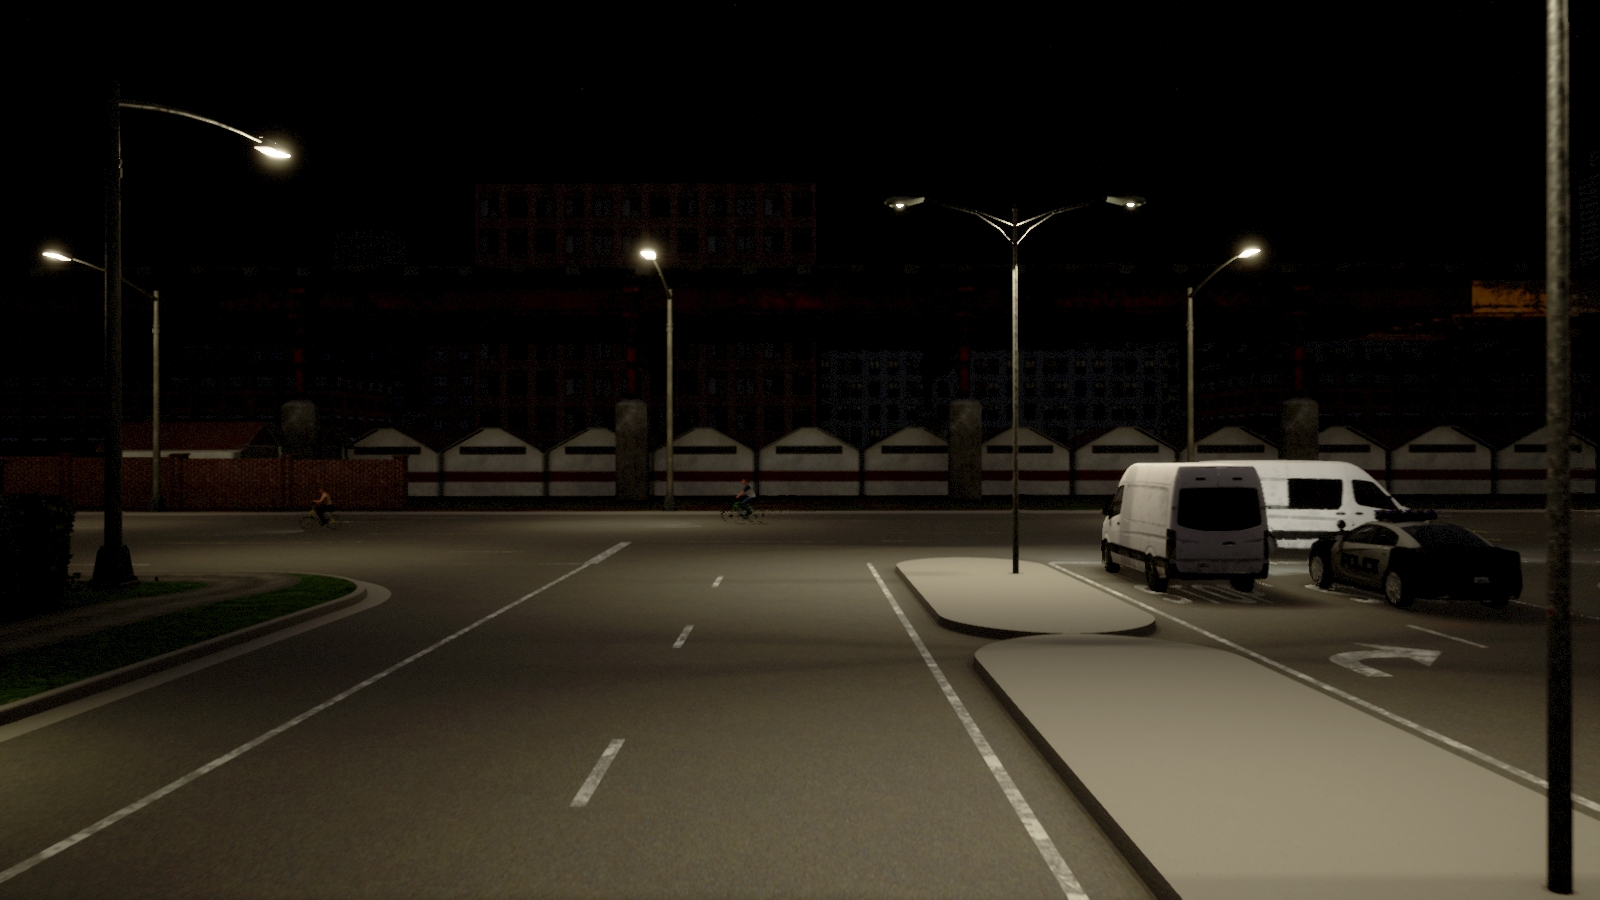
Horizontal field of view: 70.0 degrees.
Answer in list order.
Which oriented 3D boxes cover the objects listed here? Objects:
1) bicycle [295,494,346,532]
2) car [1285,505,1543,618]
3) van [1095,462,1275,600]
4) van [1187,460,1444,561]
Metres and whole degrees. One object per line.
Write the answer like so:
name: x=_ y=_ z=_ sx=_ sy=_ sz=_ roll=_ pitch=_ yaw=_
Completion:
bicycle: x=-17.167 y=2.247 z=40.919 sx=1.487 sy=1.301 sz=0.859 roll=0 pitch=0 yaw=0
car: x=11.379 y=1.993 z=21.725 sx=2.097 sy=1.638 sz=5.238 roll=0 pitch=0 yaw=0
van: x=8.045 y=1.557 z=24.576 sx=1.988 sy=2.561 sz=5.915 roll=0 pitch=0 yaw=1
van: x=13.572 y=1.554 z=30.323 sx=5.915 sy=2.561 sz=1.988 roll=0 pitch=0 yaw=0
